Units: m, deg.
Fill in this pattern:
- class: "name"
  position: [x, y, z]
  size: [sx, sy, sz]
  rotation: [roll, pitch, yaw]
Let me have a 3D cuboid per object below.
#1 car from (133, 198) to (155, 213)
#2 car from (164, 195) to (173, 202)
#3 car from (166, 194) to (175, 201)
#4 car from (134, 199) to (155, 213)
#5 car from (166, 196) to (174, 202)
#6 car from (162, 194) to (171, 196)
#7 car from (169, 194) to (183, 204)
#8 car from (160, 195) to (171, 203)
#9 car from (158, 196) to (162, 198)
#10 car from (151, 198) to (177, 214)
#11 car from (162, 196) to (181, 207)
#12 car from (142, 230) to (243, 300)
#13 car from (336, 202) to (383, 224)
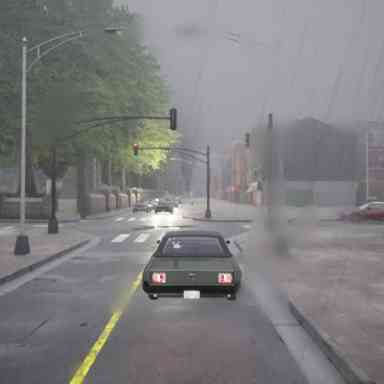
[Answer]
- class: "car"
  position: [-5.482, 1.584, 36.972]
  size: [2.008, 1.369, 4.403]
  rotation: [1, 0, 0]
- class: "car"
  position: [-5.783, 1.616, 82.258]
  size: [1.967, 1.590, 4.097]
  rotation: [1, 0, 0]
- class: "car"
  position: [-5.860, 1.551, 93.160]
  size: [2.192, 1.841, 5.009]
  rotation: [1, 0, 0]
- class: "car"
  position: [-5.520, 1.561, 38.946]
  size: [1.752, 1.417, 4.829]
  rotation: [1, 0, 0]
- class: "car"
  position: [-5.823, 1.729, 87.539]
  size: [1.752, 1.417, 4.829]
  rotation: [1, 0, 0]
- class: "car"
  position: [-5.660, 1.420, 65.909]
  size: [2.192, 1.841, 5.009]
  rotation: [1, 0, 0]
- class: "car"
  position: [-3.072, 1.624, 64.008]
  size: [1.812, 1.442, 4.674]
  rotation: [0, 0, 0]
- class: "car"
  position: [-5.703, 1.566, 71.359]
  size: [1.967, 1.590, 4.097]
  rotation: [1, 0, 0]
- class: "car"
  position: [-5.506, 1.596, 44.108]
  size: [2.008, 1.369, 4.403]
  rotation: [1, 0, 0]
- class: "car"
  position: [-2.922, 1.632, 35.718]
  size: [1.895, 1.301, 4.718]
  rotation: [0, 0, 0]
- class: "car"
  position: [-3.021, 1.657, 49.536]
  size: [1.895, 1.301, 4.718]
  rotation: [0, 0, 0]
- class: "car"
  position: [0.033, 1.604, 8.341]
  size: [1.895, 1.301, 4.718]
  rotation: [0, 0, 1]
- class: "car"
  position: [12.727, 1.458, 23.631]
  size: [4.674, 1.442, 1.812]
  rotation: [-1, -1, 0]
